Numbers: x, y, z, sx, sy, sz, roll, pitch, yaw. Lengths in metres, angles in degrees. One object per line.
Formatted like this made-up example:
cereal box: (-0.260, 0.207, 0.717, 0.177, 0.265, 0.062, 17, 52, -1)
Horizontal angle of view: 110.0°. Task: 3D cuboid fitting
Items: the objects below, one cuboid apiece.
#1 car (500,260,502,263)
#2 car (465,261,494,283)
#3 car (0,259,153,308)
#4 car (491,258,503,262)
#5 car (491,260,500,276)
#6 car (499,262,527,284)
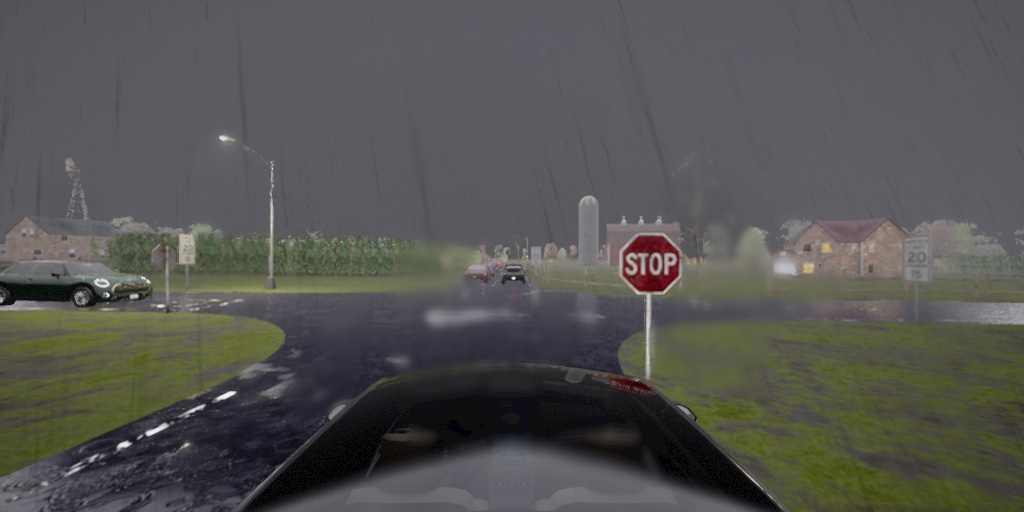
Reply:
car: (-2.785, 1.651, 50.269, 1.994, 1.385, 4.181, 0, 0, 0)
car: (-2.840, 1.420, 30.628, 1.882, 1.535, 5.008, 0, 0, 1)
car: (-17.032, 0.967, 14.045, 4.553, 1.767, 2.097, 1, 0, 0)
car: (-2.736, 1.397, 61.267, 2.150, 2.045, 5.566, 0, -1, 1)
car: (-2.806, 1.503, 40.223, 2.128, 1.511, 4.902, 0, 0, 0)
car: (0.128, 1.440, 29.605, 1.837, 1.490, 4.892, 0, 0, 0)
